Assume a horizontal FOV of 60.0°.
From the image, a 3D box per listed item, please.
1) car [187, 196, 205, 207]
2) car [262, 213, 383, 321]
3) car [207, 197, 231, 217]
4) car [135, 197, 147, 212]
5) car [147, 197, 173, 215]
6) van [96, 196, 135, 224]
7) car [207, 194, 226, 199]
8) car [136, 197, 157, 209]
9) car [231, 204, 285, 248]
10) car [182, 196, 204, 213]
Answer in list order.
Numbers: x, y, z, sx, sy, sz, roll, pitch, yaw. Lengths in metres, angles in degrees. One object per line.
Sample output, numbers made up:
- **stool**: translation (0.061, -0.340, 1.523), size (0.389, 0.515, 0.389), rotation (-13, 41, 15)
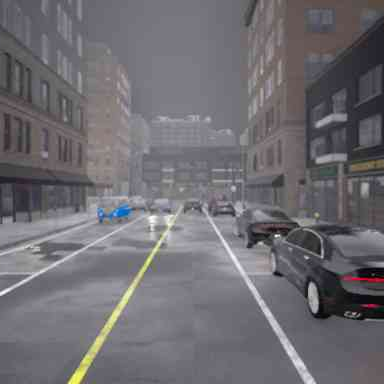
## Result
- **car**: translation (0.571, 1.270, 46.107), size (1.994, 1.385, 4.181), rotation (0, 0, 7)
- **car**: translation (3.023, 1.456, 7.239), size (1.837, 1.490, 4.892), rotation (0, 0, 0)
- **car**: translation (2.648, 1.380, 28.852), size (1.947, 1.339, 4.313), rotation (0, 0, 0)
- **car**: translation (-5.375, 1.330, 34.517), size (2.008, 1.369, 4.403), rotation (0, 0, 0)
- **car**: translation (-2.819, 1.324, 31.472), size (1.812, 1.442, 4.674), rotation (0, 0, 0)
- **van**: translation (-5.379, 1.192, 23.192), size (1.690, 1.788, 3.998), rotation (0, 0, 0)
- **car**: translation (2.651, 1.094, 34.512), size (2.192, 1.841, 5.009), rotation (0, 0, 0)
- **car**: translation (-5.372, 1.309, 40.179), size (1.947, 1.339, 4.313), rotation (0, 0, 0)
- **car**: translation (3.020, 1.385, 14.239), size (1.882, 1.535, 5.008), rotation (0, 0, 0)
- **car**: translation (0.084, 1.291, 33.474), size (1.837, 1.490, 4.892), rotation (0, 1, 0)
